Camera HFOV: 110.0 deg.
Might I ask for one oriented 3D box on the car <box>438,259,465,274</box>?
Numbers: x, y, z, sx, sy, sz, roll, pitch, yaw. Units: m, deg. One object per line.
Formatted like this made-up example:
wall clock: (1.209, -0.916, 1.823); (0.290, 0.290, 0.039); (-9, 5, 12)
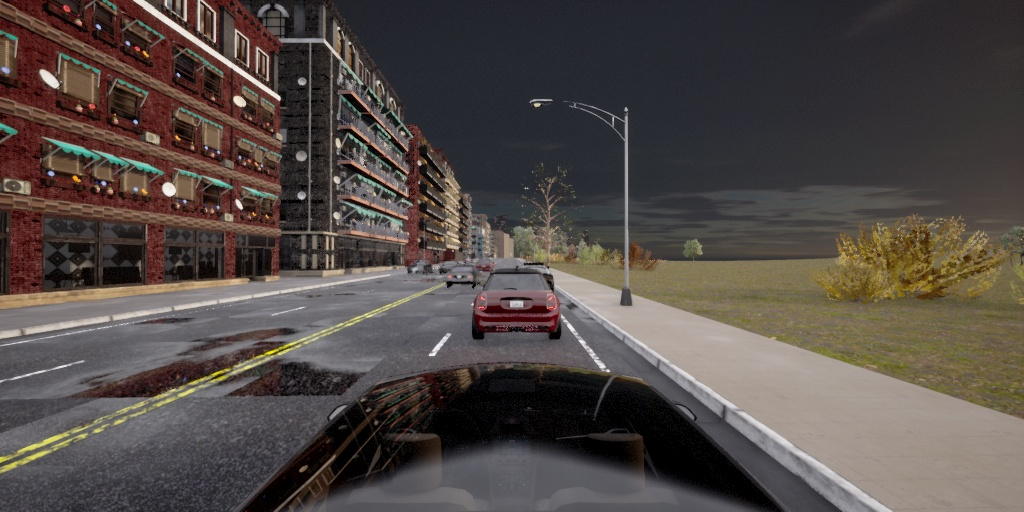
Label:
car: (-6.527, 1.254, 38.095); (1.837, 1.490, 4.892); (0, 0, 0)

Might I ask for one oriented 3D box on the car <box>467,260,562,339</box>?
car: (0.112, 1.103, 10.184); (2.097, 1.767, 4.553); (0, 0, 0)

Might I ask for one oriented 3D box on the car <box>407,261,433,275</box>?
car: (-9.777, 1.241, 38.333); (2.128, 1.511, 4.902); (0, 0, 0)

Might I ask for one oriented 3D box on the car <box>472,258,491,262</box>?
car: (-3.066, 1.101, 41.336); (2.097, 1.767, 4.553); (0, 0, 0)

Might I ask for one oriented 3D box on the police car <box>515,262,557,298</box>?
police car: (1.173, 1.176, 19.680); (1.930, 1.638, 5.238); (0, 0, 0)

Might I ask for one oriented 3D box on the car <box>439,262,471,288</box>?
car: (-3.098, 1.298, 23.690); (2.033, 1.411, 5.357); (0, 0, 0)
